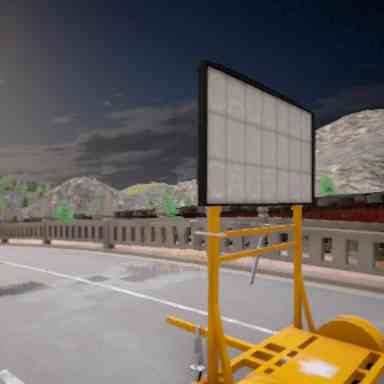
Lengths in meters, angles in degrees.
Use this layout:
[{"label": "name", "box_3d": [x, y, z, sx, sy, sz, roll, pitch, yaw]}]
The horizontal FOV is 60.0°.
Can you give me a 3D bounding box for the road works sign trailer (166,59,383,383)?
[{"label": "road works sign trailer", "box_3d": [0.704, 0.559, 3.964, 2.880, 3.560, 2.380, -1, -2, 43]}]
